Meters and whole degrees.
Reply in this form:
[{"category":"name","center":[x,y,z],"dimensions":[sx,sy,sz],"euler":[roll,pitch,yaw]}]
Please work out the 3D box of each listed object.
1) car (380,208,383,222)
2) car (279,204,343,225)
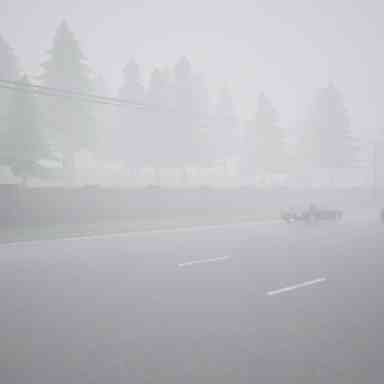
[{"category":"car","center":[14.651,1.345,22.788],"dimensions":[4.674,1.442,1.812],"euler":[0,0,-35]},{"category":"car","center":[8.146,1.459,22.449],"dimensions":[4.718,1.301,1.895],"euler":[-1,0,-35]}]
